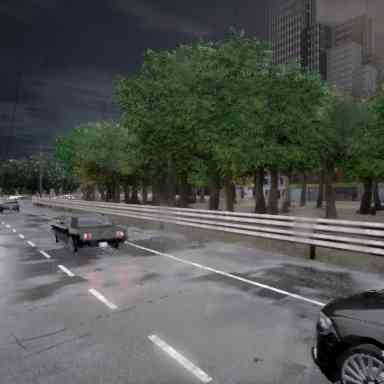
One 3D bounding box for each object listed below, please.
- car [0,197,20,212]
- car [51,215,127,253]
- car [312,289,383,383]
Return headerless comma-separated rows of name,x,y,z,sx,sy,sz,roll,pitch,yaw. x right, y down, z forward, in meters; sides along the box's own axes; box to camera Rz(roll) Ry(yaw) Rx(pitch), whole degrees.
car,-20.988,1.486,38.019,2.128,1.511,4.902,0,0,-34
car,-4.466,1.601,13.873,1.895,1.301,4.718,0,0,-34
car,3.308,1.492,2.512,2.128,1.511,4.902,0,0,-34
